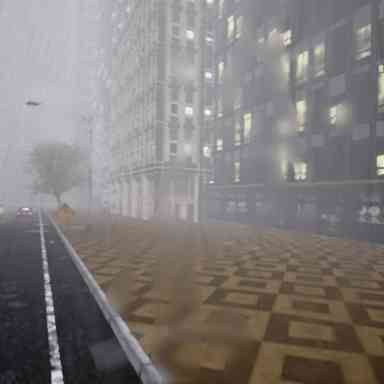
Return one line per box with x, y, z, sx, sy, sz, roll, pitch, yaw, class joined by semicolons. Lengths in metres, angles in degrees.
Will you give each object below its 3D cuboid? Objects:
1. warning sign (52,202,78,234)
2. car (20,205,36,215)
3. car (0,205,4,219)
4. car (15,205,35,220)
-7.755;1.581;20.276;1.300;1.860;1.060;2;-1;-25;warning sign
-24.044;2.618;48.847;1.895;1.301;4.718;1;-2;-25;car
-21.073;1.906;34.604;2.150;2.045;5.566;1;-1;-25;car
-18.519;2.319;36.921;2.033;1.411;5.357;1;-2;-25;car
